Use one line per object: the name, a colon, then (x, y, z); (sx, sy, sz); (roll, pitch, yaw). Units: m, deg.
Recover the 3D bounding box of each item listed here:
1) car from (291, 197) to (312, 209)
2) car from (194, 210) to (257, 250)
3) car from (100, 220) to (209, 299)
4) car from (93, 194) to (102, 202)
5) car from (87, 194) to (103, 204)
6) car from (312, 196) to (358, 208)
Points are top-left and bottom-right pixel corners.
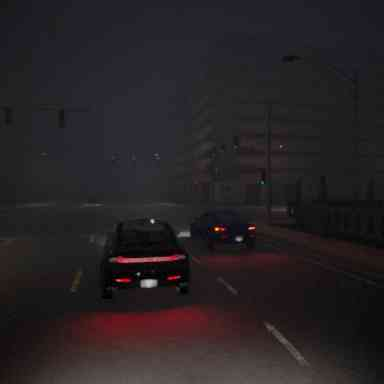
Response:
car: (13.714, 1.345, 39.573); (4.892, 1.490, 1.837); (0, 0, -14)
car: (1.168, 1.455, 13.888); (1.812, 1.442, 4.674); (0, 0, -12)
car: (-1.258, 1.450, 8.453); (2.128, 1.511, 4.902); (0, 0, -11)
car: (-19.899, 1.198, 70.097); (1.812, 1.442, 4.674); (0, 0, -14)
car: (-16.191, 1.310, 54.795); (1.994, 1.385, 4.181); (0, 0, -14)
car: (16.050, 1.204, 36.551); (4.553, 1.767, 2.097); (0, 0, -14)
